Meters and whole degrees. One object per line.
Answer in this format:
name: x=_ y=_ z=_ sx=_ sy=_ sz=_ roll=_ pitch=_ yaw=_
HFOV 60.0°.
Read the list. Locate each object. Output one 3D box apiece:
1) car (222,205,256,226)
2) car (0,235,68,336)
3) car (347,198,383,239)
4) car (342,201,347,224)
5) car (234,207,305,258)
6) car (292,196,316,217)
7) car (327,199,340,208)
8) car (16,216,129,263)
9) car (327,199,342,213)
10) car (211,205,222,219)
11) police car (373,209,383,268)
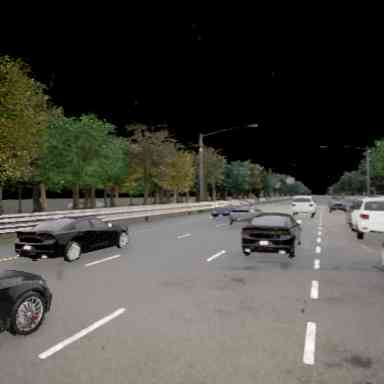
car: x=4.172 y=1.713 z=25.204 sx=2.128 sy=1.511 sz=4.902 roll=-1 pitch=-1 yaw=22
car: x=-4.042 y=1.612 z=4.319 sx=1.812 sy=1.442 sz=4.674 roll=-1 pitch=-1 yaw=21
car: x=9.671 y=1.306 z=17.486 sx=2.150 sy=2.045 sz=5.566 roll=-1 pitch=-1 yaw=21
car: x=11.847 y=1.471 z=23.002 sx=2.097 sy=1.767 sz=4.553 roll=-1 pitch=-1 yaw=22
car: x=3.334 y=1.582 z=13.525 sx=1.882 sy=1.535 sz=5.008 roll=-1 pitch=-1 yaw=21
car: x=11.602 y=1.471 z=34.498 sx=2.150 sy=2.045 sz=5.566 roll=-1 pitch=-1 yaw=22
car: x=23.732 y=1.888 z=55.820 sx=1.812 sy=1.442 sz=4.674 roll=-1 pitch=-1 yaw=22
car: x=-4.381 y=1.656 z=13.028 sx=1.882 sy=1.535 sz=5.008 roll=-1 pitch=-1 yaw=21
car: x=17.623 y=1.760 z=40.444 sx=1.837 sy=1.490 sz=4.892 roll=-1 pitch=0 yaw=22
car: x=3.473 y=1.914 z=32.960 sx=1.895 sy=1.301 sz=4.718 roll=-1 pitch=-1 yaw=22
police car: x=6.046 y=1.448 z=8.262 sx=1.930 sy=1.638 sz=5.238 roll=-1 pitch=-1 yaw=21
